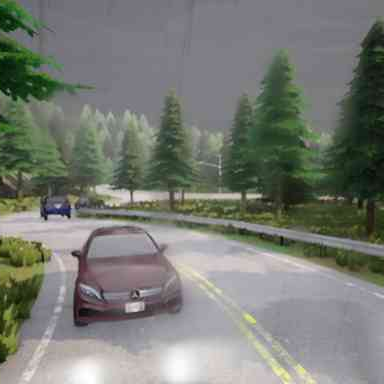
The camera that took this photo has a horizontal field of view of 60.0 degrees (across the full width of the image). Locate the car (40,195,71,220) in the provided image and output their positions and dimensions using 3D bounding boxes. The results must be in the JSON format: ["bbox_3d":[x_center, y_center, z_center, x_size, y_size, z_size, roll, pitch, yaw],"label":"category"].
[{"bbox_3d":[-12.325,1.332,29.982,2.150,2.045,5.566,-2,1,-27],"label":"car"}]

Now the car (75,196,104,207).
[{"bbox_3d":[-13.074,1.306,43.004,2.097,1.767,4.553,2,2,13],"label":"car"}]

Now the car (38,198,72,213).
[{"bbox_3d":[-16.386,1.576,40.074,1.994,1.385,4.181,1,2,6],"label":"car"}]

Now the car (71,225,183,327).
[{"bbox_3d":[-1.591,1.527,7.362,1.812,1.442,4.674,-2,0,-18],"label":"car"}]
